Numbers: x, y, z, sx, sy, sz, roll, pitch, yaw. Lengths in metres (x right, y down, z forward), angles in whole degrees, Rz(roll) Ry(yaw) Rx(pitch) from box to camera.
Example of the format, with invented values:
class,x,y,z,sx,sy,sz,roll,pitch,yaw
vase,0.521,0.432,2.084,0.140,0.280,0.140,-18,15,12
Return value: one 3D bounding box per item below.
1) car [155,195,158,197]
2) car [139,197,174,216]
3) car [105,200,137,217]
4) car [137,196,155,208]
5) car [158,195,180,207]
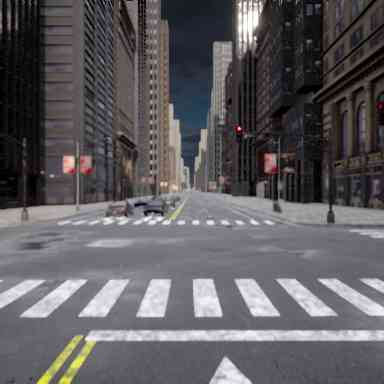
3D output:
class,x,y,z,sx,sy,sz,roll,pitch,yaw
car,-6.526,1.404,62.871,1.837,1.490,4.892,0,0,0
car,-3.322,1.508,32.078,2.033,1.411,5.357,0,0,4
car,-6.596,1.489,30.652,1.812,1.442,4.674,0,0,0
car,-6.590,1.541,44.558,1.895,1.301,4.718,0,0,0
car,-3.330,1.427,47.641,2.128,1.511,4.902,0,0,0
